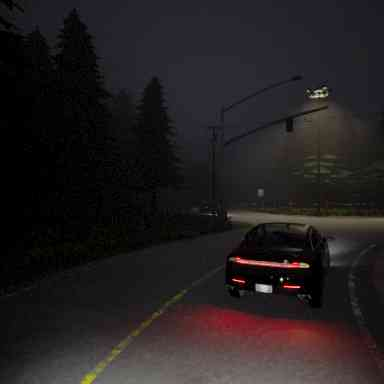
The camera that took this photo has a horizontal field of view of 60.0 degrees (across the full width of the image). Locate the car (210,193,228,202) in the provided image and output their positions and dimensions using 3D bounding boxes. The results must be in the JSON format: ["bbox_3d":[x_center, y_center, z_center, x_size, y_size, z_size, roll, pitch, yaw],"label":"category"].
[{"bbox_3d":[3.743,1.238,51.029,2.150,2.045,5.566,0,1,25],"label":"car"}]

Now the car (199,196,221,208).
[{"bbox_3d":[1.924,1.531,37.195,1.837,1.490,4.892,0,0,-6],"label":"car"}]

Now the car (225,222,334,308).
[{"bbox_3d":[2.276,1.491,8.091,2.128,1.511,4.902,0,0,24],"label":"car"}]

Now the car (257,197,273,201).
[{"bbox_3d":[14.692,1.598,66.213,1.994,1.385,4.181,0,0,44],"label":"car"}]
